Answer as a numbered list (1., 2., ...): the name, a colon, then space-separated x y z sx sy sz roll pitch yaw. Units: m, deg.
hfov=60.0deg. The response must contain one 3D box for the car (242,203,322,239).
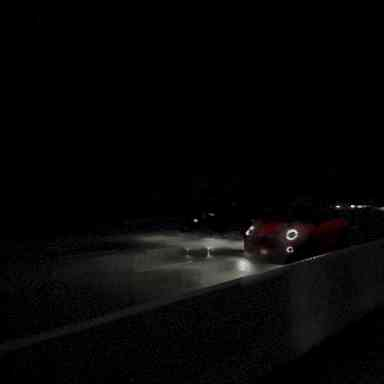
1. car: 5.007 1.439 18.029 2.128 1.511 4.902 0 0 44

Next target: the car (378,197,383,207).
1. car: 27.787 1.409 47.309 2.033 1.411 5.357 -1 0 21

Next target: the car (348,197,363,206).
1. car: 26.471 1.453 54.082 2.033 1.411 5.357 -1 0 18

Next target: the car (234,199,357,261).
1. car: 3.907 1.309 12.104 4.553 1.767 2.097 0 0 -43

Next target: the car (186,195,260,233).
1. car: 2.128 1.187 20.018 2.150 2.045 5.566 0 0 44

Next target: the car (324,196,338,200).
1. car: 23.086 1.419 55.281 1.882 1.535 5.008 0 0 17
